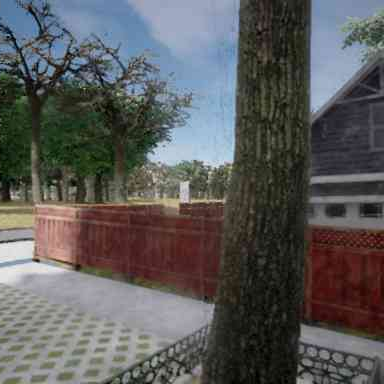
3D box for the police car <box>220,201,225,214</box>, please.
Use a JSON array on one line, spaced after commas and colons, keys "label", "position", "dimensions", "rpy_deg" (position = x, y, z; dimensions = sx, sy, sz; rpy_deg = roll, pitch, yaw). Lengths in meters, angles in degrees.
[{"label": "police car", "position": [3.935, 1.963, 42.526], "dimensions": [2.038, 1.542, 4.974], "rpy_deg": [-2, -2, 34]}]
